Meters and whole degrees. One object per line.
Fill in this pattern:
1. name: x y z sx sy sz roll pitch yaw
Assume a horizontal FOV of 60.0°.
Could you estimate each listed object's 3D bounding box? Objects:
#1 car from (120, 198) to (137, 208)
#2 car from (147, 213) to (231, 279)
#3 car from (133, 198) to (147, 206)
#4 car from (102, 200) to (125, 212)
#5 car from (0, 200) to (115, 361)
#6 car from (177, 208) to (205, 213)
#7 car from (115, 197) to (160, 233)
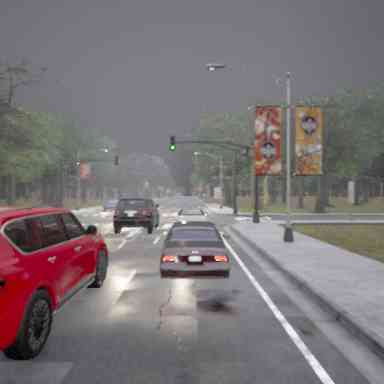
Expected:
1. car: -10.162 1.791 53.189 1.812 1.442 4.674 0 0 0
2. car: 0.054 1.596 10.172 2.033 1.411 5.357 0 0 0
3. car: -10.160 1.840 65.204 1.837 1.490 4.892 0 -1 0
4. car: -10.102 1.736 43.095 1.812 1.442 4.674 0 0 0
5. car: -3.168 1.250 6.092 2.150 2.045 5.566 0 0 -1
6. car: -0.044 1.708 22.044 1.895 1.301 4.718 0 0 0
7. car: -3.260 1.317 20.265 2.150 2.045 5.566 0 0 0
